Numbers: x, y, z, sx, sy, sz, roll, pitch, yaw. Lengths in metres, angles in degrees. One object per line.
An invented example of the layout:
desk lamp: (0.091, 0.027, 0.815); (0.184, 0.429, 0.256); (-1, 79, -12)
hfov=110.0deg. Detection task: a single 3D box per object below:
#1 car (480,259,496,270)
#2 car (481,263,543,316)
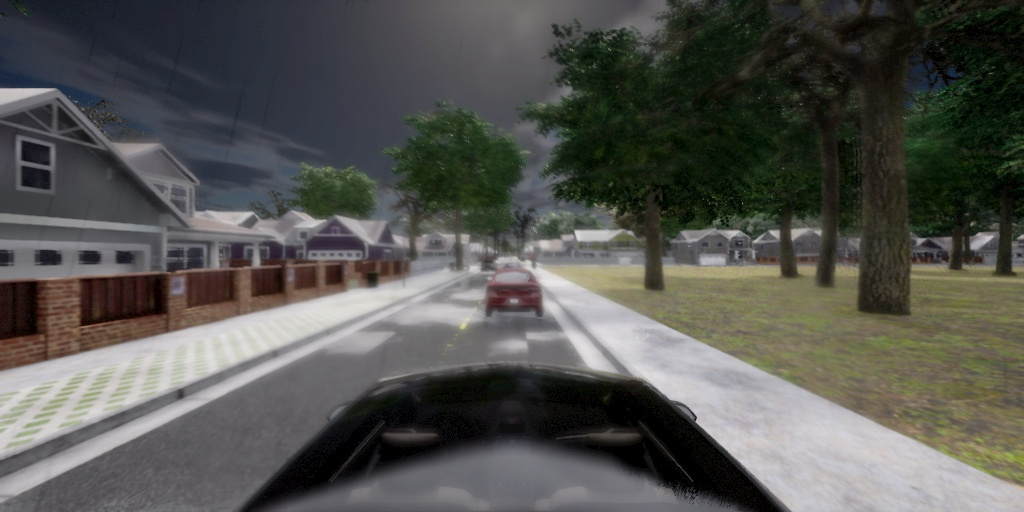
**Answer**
car: (-2.830, 1.168, 44.373); (1.837, 1.490, 4.892); (0, 0, 0)
car: (0.080, 1.205, 13.316); (1.882, 1.535, 5.008); (0, 0, 0)
